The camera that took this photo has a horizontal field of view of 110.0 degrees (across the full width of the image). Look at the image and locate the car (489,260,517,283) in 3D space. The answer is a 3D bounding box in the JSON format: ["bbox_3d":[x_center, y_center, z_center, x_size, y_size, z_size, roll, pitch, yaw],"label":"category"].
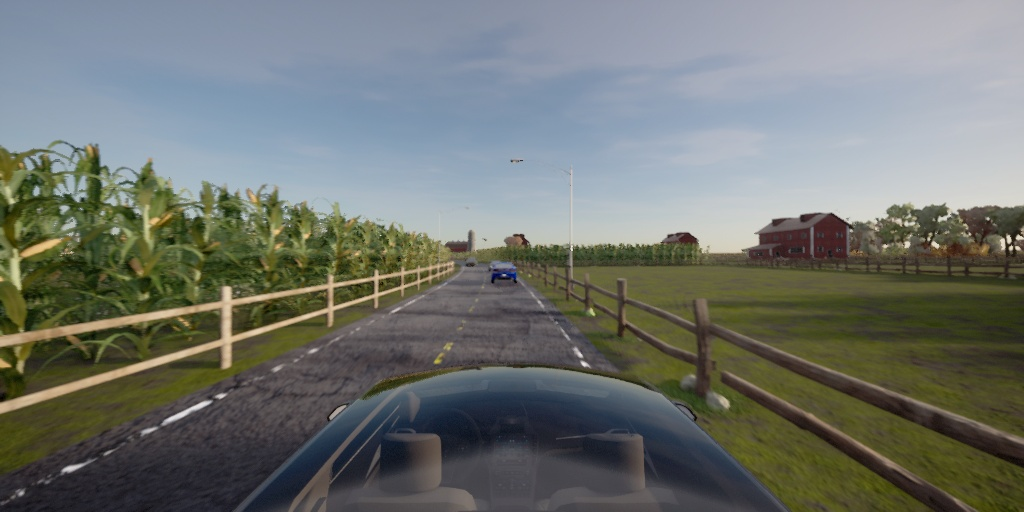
[{"bbox_3d":[-0.695,1.223,28.150,1.882,1.535,5.008,0,0,-3],"label":"car"}]

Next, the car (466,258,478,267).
[{"bbox_3d":[-7.127,1.062,63.506,2.097,1.767,4.553,0,0,-7],"label":"car"}]
